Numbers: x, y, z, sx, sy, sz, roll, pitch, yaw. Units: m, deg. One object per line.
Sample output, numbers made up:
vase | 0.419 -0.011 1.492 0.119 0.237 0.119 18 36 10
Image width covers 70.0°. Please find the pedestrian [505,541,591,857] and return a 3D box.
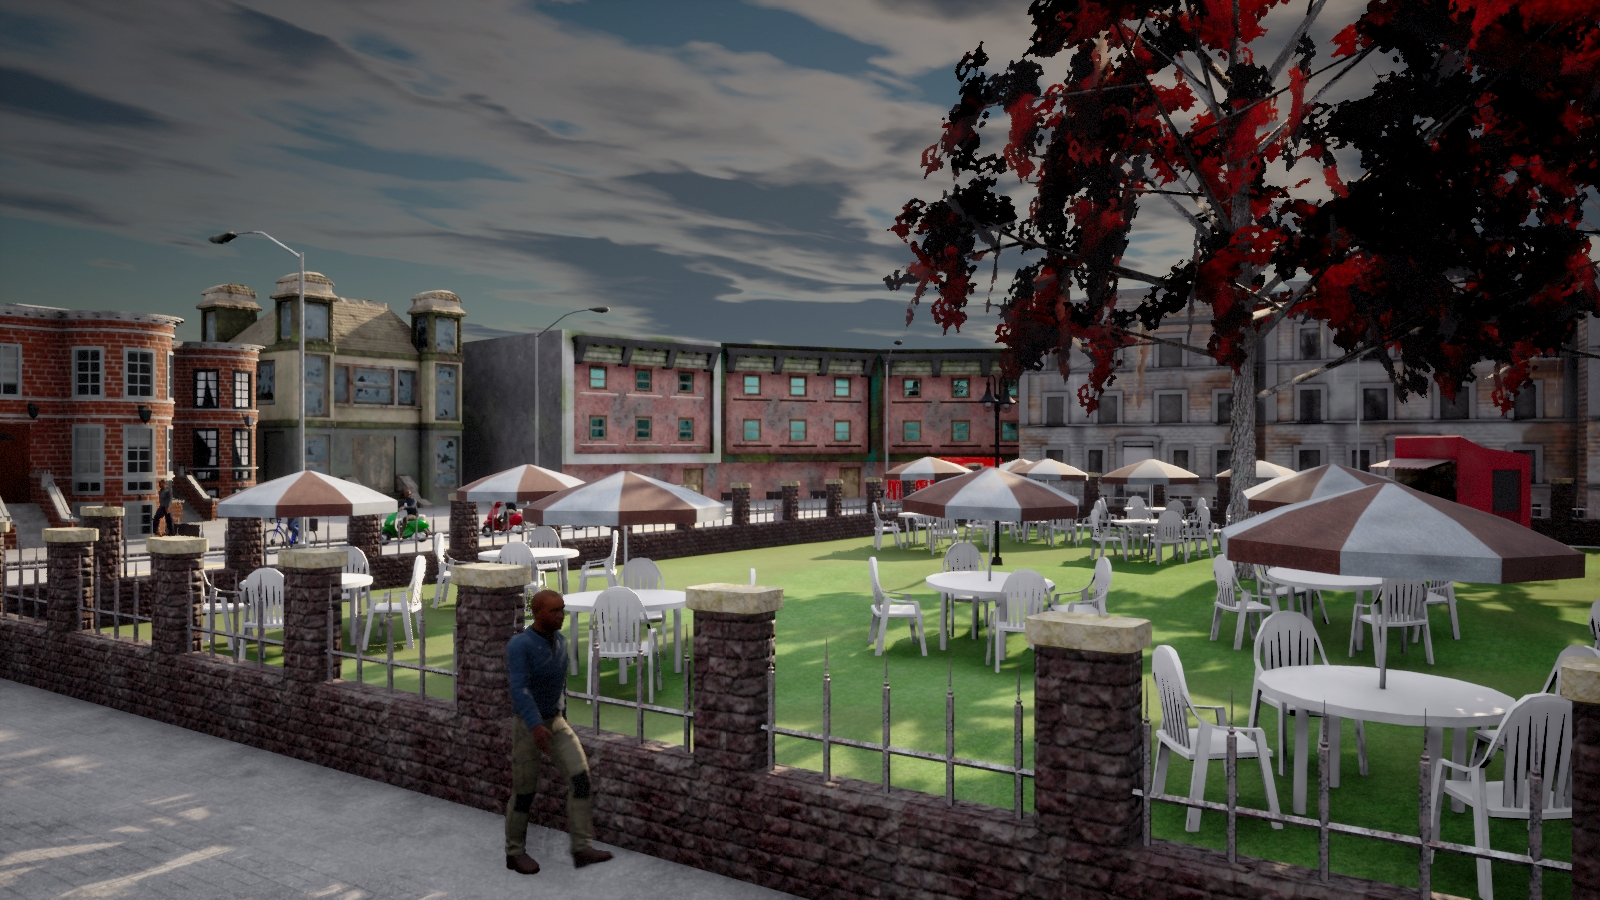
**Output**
pedestrian | -1.575 1.522 7.149 0.375 1.860 0.375 0 0 35

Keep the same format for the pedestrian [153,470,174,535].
pedestrian | -18.413 1.512 33.049 0.375 1.860 0.375 0 0 29

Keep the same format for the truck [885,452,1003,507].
truck | 6.519 1.338 52.453 5.204 2.467 2.627 0 -1 3

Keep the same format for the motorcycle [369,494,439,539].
motorcycle | -11.759 1.950 33.969 0.856 1.236 1.805 0 0 35
